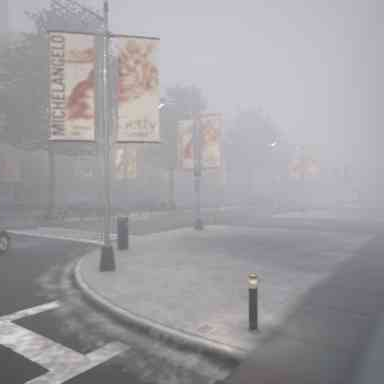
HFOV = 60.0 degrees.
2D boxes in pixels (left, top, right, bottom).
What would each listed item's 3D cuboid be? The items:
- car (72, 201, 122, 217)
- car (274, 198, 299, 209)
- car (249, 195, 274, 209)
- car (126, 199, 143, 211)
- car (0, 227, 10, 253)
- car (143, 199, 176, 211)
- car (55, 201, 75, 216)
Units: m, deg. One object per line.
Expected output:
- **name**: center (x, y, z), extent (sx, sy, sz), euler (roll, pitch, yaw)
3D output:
- **car**: center (-9.711, 1.833, 35.020), extent (1.895, 1.301, 4.718), euler (-1, 0, 35)
- **car**: center (14.119, 1.644, 48.597), extent (1.837, 1.490, 4.892), euler (-1, 0, 36)
- **car**: center (10.469, 1.390, 49.532), extent (2.150, 2.045, 5.566), euler (-1, 0, 35)
- **car**: center (-6.810, 1.765, 45.138), extent (1.837, 1.490, 4.892), euler (-1, 0, 36)
- **car**: center (-8.084, 1.613, 11.420), extent (1.837, 1.490, 4.892), euler (-2, 0, -5)
- **car**: center (-3.894, 1.796, 43.203), extent (1.994, 1.385, 4.181), euler (-1, 0, 35)
- **car**: center (-12.737, 1.765, 36.789), extent (1.837, 1.490, 4.892), euler (-1, 0, 35)
